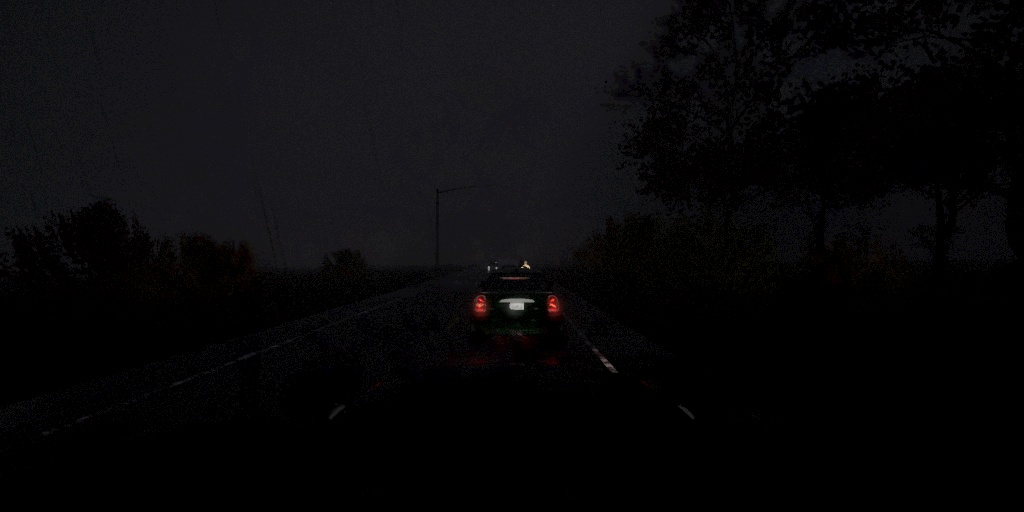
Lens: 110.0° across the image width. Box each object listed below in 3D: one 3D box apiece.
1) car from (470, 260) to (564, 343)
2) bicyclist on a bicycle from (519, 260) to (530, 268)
[{"bbox_3d":[0.113,1.099,9.818,2.097,1.767,4.553,0,0,0],"label":"car"},{"bbox_3d":[0.975,1.177,25.641,0.866,1.612,1.509,0,0,1],"label":"bicyclist on a bicycle"}]
